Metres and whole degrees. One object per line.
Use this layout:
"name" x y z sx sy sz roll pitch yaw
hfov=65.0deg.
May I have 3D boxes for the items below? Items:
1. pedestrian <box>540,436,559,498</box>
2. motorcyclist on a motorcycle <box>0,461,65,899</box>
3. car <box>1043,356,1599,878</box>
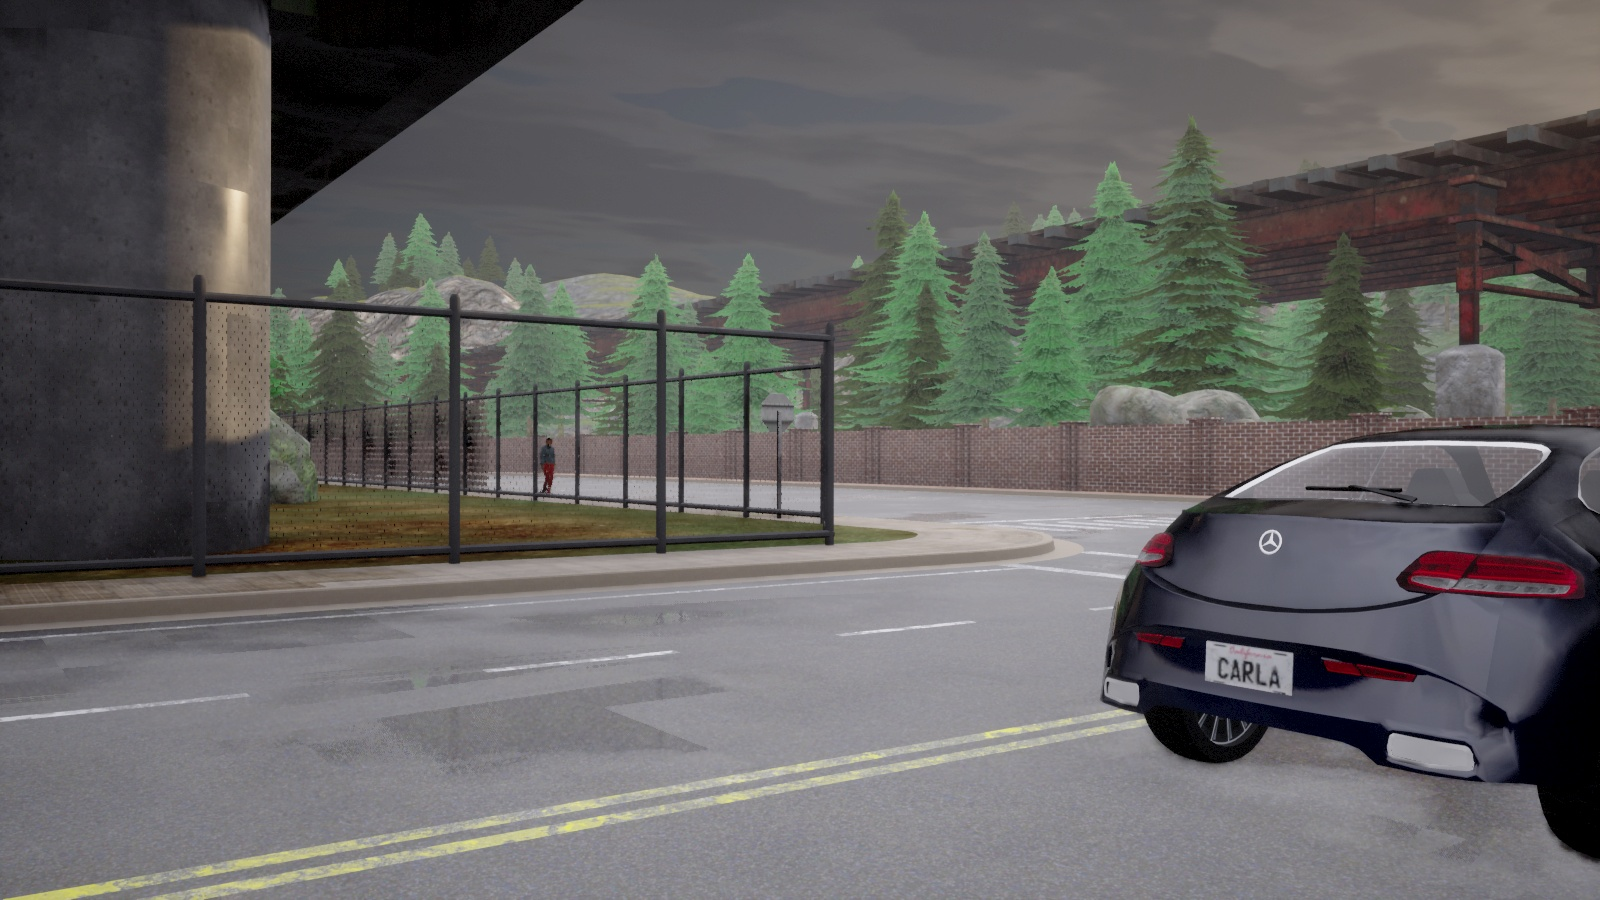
"pedestrian" -7.574 0.512 37.936 0.353 1.847 0.614 0 0 -36
"motorcyclist on a motorcycle" -2.448 0.790 1.955 2.191 1.530 0.866 0 0 -35
"car" 3.789 0.531 6.297 5.027 1.651 2.152 0 0 -35
